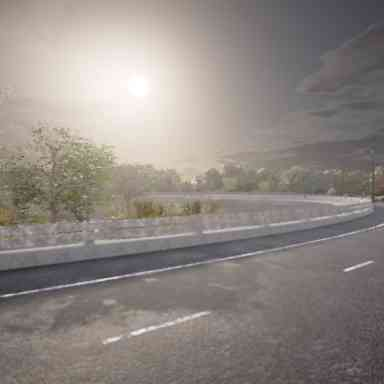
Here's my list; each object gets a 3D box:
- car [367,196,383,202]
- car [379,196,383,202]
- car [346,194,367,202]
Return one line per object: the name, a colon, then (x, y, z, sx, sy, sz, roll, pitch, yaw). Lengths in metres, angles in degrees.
car: (43.753, 1.805, 80.522, 1.895, 1.301, 4.718, 0, 0, 4)
car: (47.235, 1.693, 80.254, 1.837, 1.490, 4.892, 0, 0, 4)
car: (40.333, 1.815, 81.562, 1.895, 1.301, 4.718, 0, 0, 4)
